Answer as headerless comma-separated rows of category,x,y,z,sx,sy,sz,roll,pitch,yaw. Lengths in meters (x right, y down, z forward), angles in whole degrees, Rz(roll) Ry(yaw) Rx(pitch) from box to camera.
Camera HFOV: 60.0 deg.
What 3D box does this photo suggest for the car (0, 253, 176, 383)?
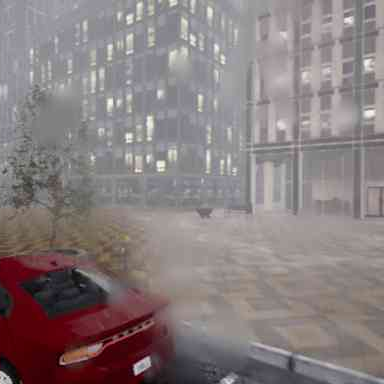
car,-2.295,1.525,4.505,4.507,1.381,1.887,0,0,35
